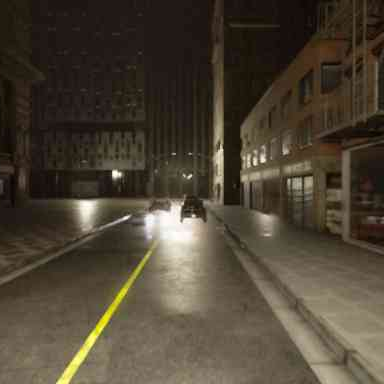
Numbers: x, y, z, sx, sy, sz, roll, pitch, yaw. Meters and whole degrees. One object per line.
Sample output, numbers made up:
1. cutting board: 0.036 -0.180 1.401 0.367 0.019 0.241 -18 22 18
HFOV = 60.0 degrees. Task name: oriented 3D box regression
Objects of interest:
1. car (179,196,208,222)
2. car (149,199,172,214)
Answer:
1. car: 0.101 1.311 24.370 1.837 1.490 4.892 0 1 0
2. car: -3.060 1.343 32.368 1.895 1.301 4.718 0 0 0
